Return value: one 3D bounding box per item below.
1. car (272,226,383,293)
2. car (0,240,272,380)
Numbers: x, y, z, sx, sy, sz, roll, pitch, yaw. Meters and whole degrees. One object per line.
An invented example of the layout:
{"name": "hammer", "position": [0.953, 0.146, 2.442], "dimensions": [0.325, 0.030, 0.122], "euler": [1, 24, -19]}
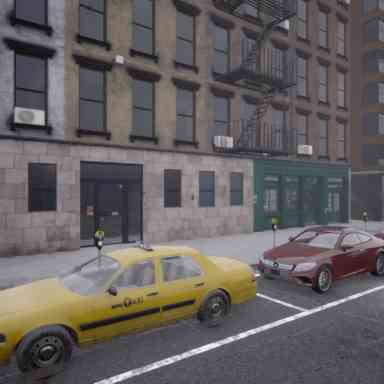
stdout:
{"name": "car", "position": [3.588, 1.583, 8.768], "dimensions": [4.206, 1.307, 1.802], "euler": [0, 0, -36]}
{"name": "car", "position": [-1.036, 1.525, 5.455], "dimensions": [4.829, 1.417, 1.752], "euler": [0, 0, -36]}
